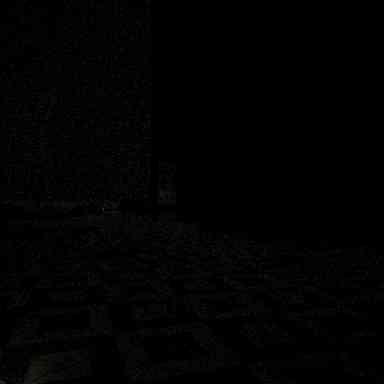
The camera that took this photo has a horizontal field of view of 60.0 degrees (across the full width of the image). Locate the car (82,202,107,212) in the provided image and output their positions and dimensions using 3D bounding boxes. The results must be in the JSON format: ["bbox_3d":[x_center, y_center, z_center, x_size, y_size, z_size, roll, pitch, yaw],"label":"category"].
[{"bbox_3d":[-13.596,1.995,44.963,1.887,1.381,4.507,-1,-2,35],"label":"car"}]

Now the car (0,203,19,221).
[{"bbox_3d":[-16.486,1.758,26.222,1.947,1.339,4.313,-1,-2,35],"label":"car"}]

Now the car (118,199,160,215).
[{"bbox_3d":[-6.660,1.775,40.015,2.192,1.841,5.009,-1,-2,35],"label":"car"}]

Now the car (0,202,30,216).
[{"bbox_3d":[-20.147,1.821,35.772,2.008,1.369,4.403,-1,-1,35],"label":"car"}]

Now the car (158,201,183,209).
[{"bbox_3d":[-3.770,2.284,58.748,2.008,1.369,4.403,-1,-2,35],"label":"car"}]

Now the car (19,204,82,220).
[{"bbox_3d":[-13.112,1.808,30.956,1.752,1.417,4.829,-1,-2,35],"label":"car"}]

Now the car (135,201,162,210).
[{"bbox_3d":[-7.045,2.189,54.153,2.008,1.369,4.403,-1,-2,35],"label":"car"}]

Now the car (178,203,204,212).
[{"bbox_3d":[-0.103,2.230,49.204,1.802,1.307,4.206,-1,-2,36],"label":"car"}]

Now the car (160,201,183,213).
[{"bbox_3d":[-3.383,2.098,44.605,1.887,1.381,4.507,-1,-2,35],"label":"car"}]

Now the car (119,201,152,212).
[{"bbox_3d":[-8.108,2.073,48.026,1.812,1.442,4.674,0,-1,36],"label":"car"}]

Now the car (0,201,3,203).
[{"bbox_3d":[-19.939,1.572,31.452,2.097,1.767,4.553,0,-1,35],"label":"car"}]
